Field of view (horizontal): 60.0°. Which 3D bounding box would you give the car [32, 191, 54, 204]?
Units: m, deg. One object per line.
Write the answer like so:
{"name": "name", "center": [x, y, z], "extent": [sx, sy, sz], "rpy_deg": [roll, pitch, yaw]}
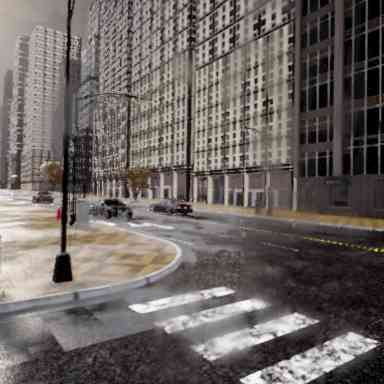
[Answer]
{"name": "car", "center": [-20.574, 0.650, 45.951], "extent": [2.097, 1.767, 4.553], "rpy_deg": [2, 0, -34]}

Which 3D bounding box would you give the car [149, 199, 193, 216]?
{"name": "car", "center": [-1.996, 1.365, 30.833], "extent": [2.033, 1.411, 5.357], "rpy_deg": [2, 0, -35]}

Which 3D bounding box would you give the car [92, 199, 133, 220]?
{"name": "car", "center": [-6.044, 1.231, 24.926], "extent": [1.812, 1.442, 4.674], "rpy_deg": [2, 0, -35]}
